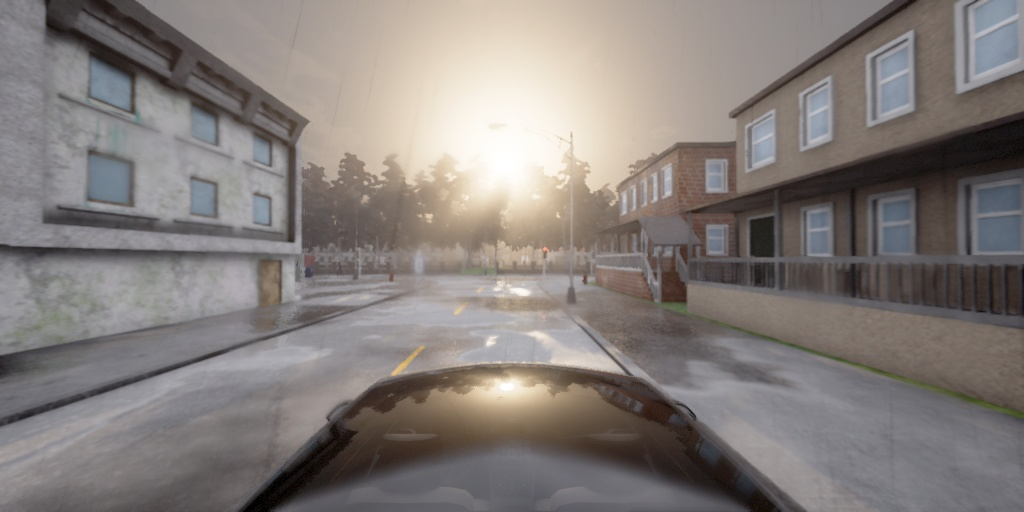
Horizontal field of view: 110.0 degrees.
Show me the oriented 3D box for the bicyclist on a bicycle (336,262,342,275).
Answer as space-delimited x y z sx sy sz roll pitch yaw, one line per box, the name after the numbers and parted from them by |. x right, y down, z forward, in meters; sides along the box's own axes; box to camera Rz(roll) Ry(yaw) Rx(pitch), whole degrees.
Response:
-22.032 1.584 45.769 0.582 1.620 1.656 0 0 0 | bicyclist on a bicycle
